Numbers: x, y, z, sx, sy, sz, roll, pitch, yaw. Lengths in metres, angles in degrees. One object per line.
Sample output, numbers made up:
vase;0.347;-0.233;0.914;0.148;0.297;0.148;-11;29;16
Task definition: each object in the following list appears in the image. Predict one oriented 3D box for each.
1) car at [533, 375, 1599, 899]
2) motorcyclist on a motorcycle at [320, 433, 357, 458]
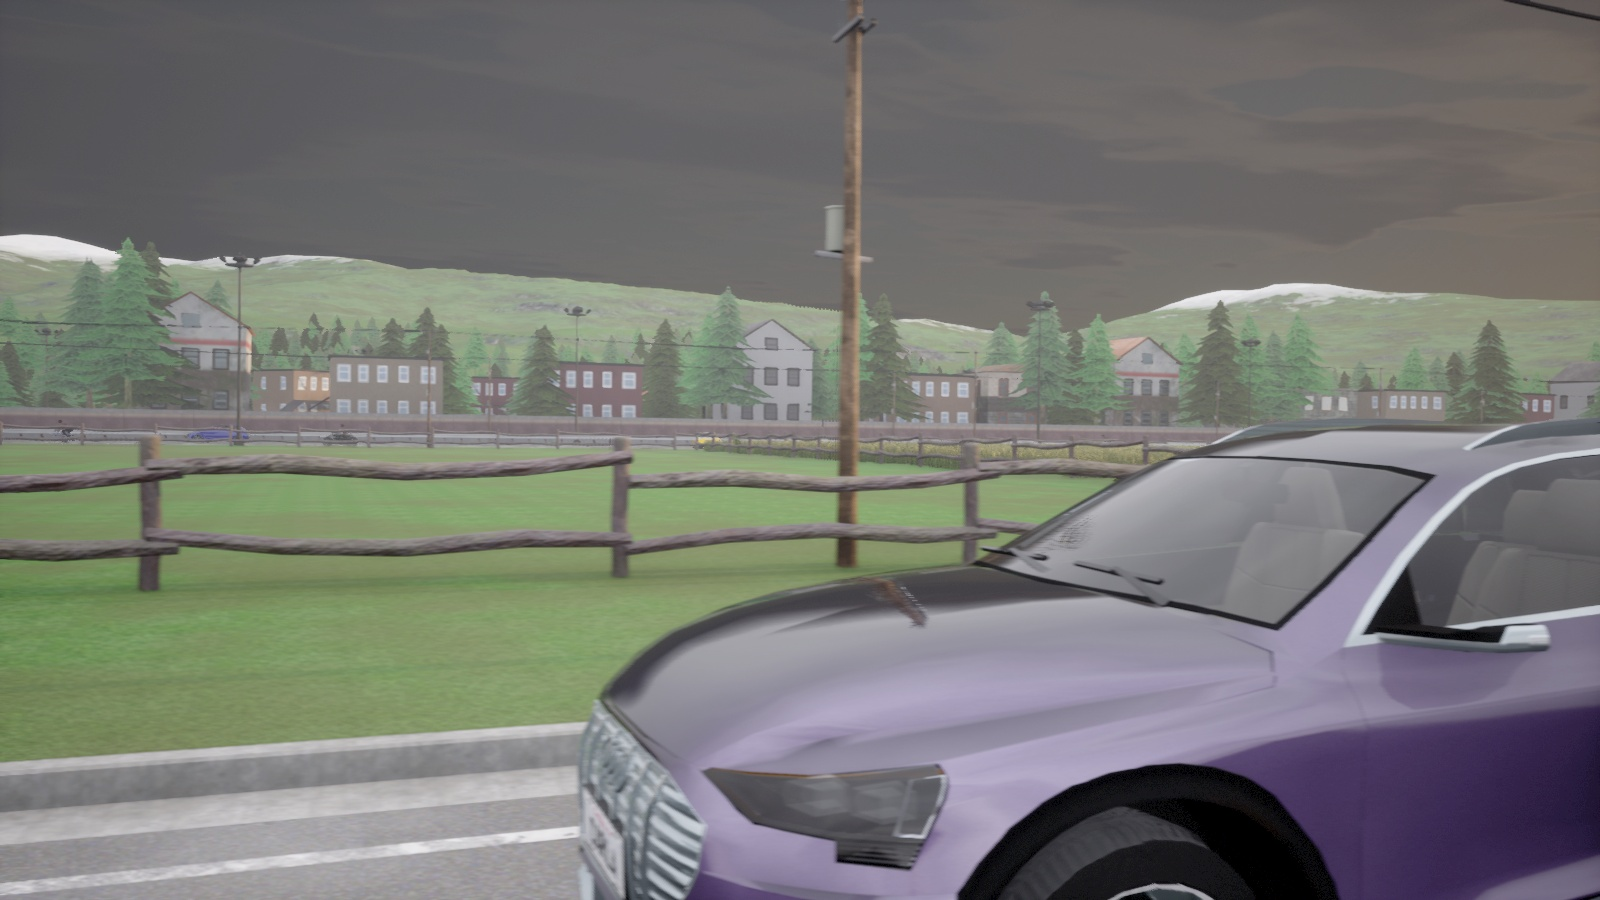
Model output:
car;1.788;0.657;3.918;4.856;1.649;2.033;-1;1;-21
motorcyclist on a motorcycle;-32.002;-0.317;87.120;2.350;1.649;0.766;-1;1;-21
